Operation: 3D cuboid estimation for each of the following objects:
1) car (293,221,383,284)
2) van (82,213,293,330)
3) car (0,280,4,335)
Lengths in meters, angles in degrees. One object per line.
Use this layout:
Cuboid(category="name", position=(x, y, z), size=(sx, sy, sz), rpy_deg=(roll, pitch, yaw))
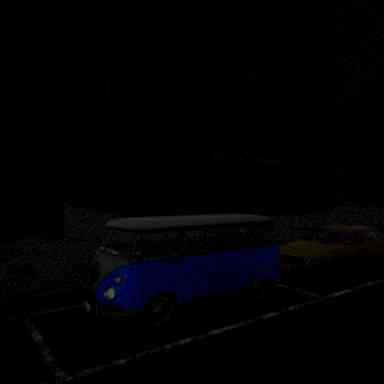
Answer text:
Cuboid(category="car", position=(4.288, 1.558, 9.707), size=(4.829, 1.417, 1.752), rpy_deg=(0, 0, -35))
Cuboid(category="van", position=(-0.001, 1.354, 6.650), size=(3.998, 1.788, 1.690), rpy_deg=(0, 0, -35))
Cuboid(category="car", position=(-4.429, 1.560, 3.492), size=(4.313, 1.339, 1.947), rpy_deg=(0, 0, -35))
